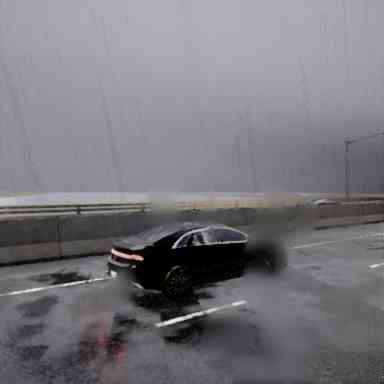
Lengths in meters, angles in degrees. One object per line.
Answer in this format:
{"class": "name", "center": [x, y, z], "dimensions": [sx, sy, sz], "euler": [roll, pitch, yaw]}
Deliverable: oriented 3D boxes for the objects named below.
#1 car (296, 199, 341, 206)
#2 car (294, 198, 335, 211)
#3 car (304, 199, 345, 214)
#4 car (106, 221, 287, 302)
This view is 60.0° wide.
{"class": "car", "center": [11.728, 1.491, 29.682], "dimensions": [4.674, 1.442, 1.812], "euler": [0, 0, -35]}
{"class": "car", "center": [15.017, 1.503, 40.569], "dimensions": [5.357, 1.411, 2.033], "euler": [0, 0, -35]}
{"class": "car", "center": [14.233, 1.482, 35.742], "dimensions": [4.674, 1.442, 1.812], "euler": [0, 0, -35]}
{"class": "car", "center": [0.348, 1.496, 8.327], "dimensions": [4.902, 1.511, 2.128], "euler": [0, 0, -36]}
